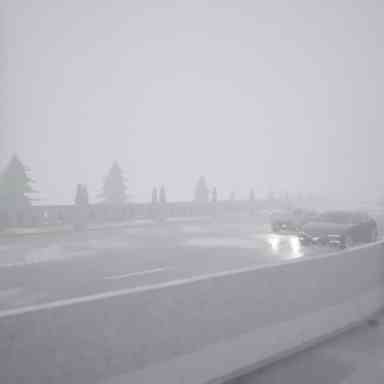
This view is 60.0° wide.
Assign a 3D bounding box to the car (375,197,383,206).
[{"bbox_3d":[29.910,1.596,51.816,1.837,1.490,4.892,0,0,34],"label":"car"}]

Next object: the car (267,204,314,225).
[{"bbox_3d":[7.796,1.671,26.051,1.895,1.301,4.718,0,0,39],"label":"car"}]

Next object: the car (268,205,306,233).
[{"bbox_3d":[6.295,1.614,19.193,1.994,1.385,4.181,0,0,43],"label":"car"}]

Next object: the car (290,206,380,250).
[{"bbox_3d":[6.397,1.538,14.322,4.892,1.490,1.837,0,0,-44],"label":"car"}]

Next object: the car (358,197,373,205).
[{"bbox_3d":[31.163,1.642,59.941,1.812,1.442,4.674,0,0,34],"label":"car"}]
